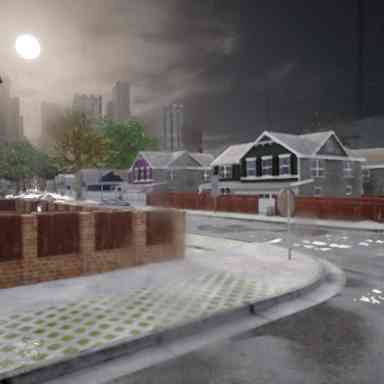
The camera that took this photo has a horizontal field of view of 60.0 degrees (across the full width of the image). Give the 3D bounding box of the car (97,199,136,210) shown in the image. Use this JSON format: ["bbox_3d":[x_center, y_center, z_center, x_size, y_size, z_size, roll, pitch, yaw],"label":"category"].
[{"bbox_3d":[-6.085,1.297,26.559,1.994,1.385,4.181,-2,2,-39],"label":"car"}]

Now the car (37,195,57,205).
[{"bbox_3d":[-20.014,1.060,45.692,2.033,1.411,5.357,-2,2,-33],"label":"car"}]
